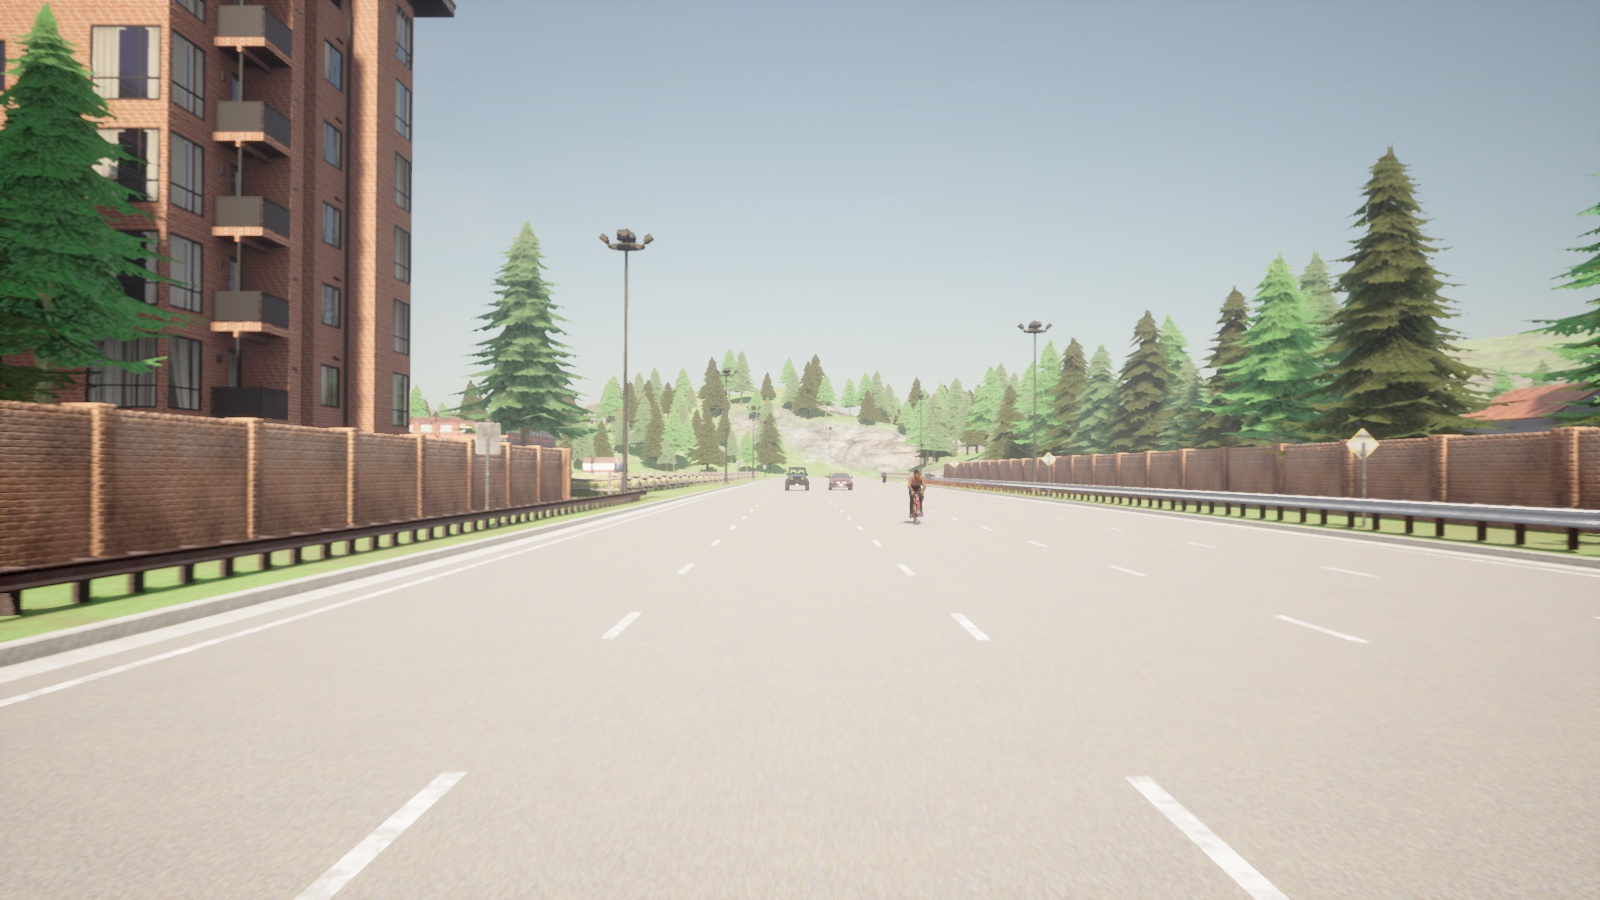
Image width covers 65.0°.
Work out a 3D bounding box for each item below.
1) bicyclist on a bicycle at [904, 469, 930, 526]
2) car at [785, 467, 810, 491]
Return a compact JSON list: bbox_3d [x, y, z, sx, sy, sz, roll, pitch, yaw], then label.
[{"bbox_3d":[3.410,1.367,36.687,0.582,1.620,1.656,0,-1,0],"label":"bicyclist on a bicycle"},{"bbox_3d":[-0.208,2.258,98.635,1.905,1.878,3.866,0,-1,0],"label":"car"}]
